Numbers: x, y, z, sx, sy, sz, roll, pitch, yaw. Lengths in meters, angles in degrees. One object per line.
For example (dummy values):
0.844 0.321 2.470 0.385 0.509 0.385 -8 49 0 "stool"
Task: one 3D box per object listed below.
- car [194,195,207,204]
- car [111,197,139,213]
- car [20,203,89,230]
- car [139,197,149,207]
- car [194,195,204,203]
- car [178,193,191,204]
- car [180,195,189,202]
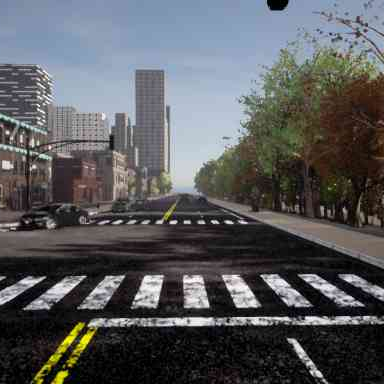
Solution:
1.850 1.466 62.884 1.882 1.535 5.008 0 0 -1 "car"
-7.468 1.347 36.448 2.097 1.767 4.553 0 0 -1 "car"
-8.659 1.509 21.369 1.837 1.490 4.892 1 0 19 "car"
-7.836 1.485 52.239 2.128 1.511 4.902 0 0 -1 "car"
1.507 1.485 72.990 1.837 1.490 4.892 0 0 -1 "car"
-1.417 1.210 63.661 2.150 2.045 5.566 0 0 -1 "car"
-1.752 1.462 74.243 1.882 1.535 5.008 0 0 -1 "car"
